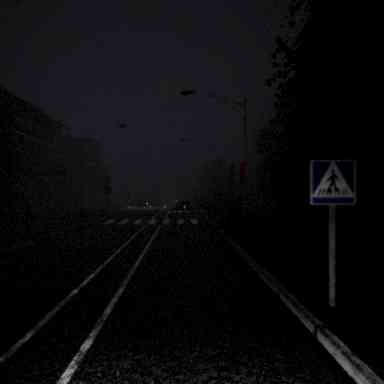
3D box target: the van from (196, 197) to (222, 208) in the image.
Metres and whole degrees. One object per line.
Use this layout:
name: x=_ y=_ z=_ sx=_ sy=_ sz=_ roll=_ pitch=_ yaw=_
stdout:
van: x=3.086 y=1.885 z=61.971 sx=4.442 sy=1.987 sz=1.878 roll=1 pitch=-2 yaw=-23

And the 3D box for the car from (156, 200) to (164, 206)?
car: x=-7.532 y=2.595 z=78.712 sx=1.895 sy=1.301 sz=4.718 roll=0 pitch=-1 yaw=-4

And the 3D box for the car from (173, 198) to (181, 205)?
car: x=-4.209 y=2.521 z=90.991 sx=2.097 sy=1.767 sz=4.553 roll=0 pitch=-1 yaw=-4

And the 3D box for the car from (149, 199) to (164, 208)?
car: x=-6.563 y=2.157 z=62.787 sx=1.837 sy=1.490 sz=4.892 roll=0 pitch=-1 yaw=-3

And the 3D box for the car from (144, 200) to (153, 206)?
car: x=-10.327 y=2.523 z=78.553 sx=1.812 sy=1.442 sz=4.674 roll=0 pitch=-1 yaw=-4

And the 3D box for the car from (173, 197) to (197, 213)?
car: x=-0.849 y=1.593 z=37.195 sx=1.994 sy=1.385 sz=4.181 roll=0 pitch=-1 yaw=-2

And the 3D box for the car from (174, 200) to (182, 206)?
car: x=-3.516 y=2.643 z=80.989 sx=1.895 sy=1.301 sz=4.718 roll=0 pitch=-1 yaw=-4

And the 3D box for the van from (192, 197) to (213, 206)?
van: x=2.351 y=2.157 z=73.788 sx=4.442 sy=1.987 sz=1.878 roll=1 pitch=-2 yaw=-24

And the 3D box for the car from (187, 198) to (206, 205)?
car: x=1.262 y=2.556 z=88.529 sx=4.553 sy=1.767 sz=2.185 roll=1 pitch=-2 yaw=-24

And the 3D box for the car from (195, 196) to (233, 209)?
car: x=3.510 y=1.639 z=53.042 sx=5.566 sy=2.045 sz=2.435 roll=1 pitch=-1 yaw=-23

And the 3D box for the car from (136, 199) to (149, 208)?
car: x=-9.356 y=2.155 z=62.596 sx=1.837 sy=1.490 sz=4.892 roll=0 pitch=-1 yaw=-3

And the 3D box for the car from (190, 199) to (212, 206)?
car: x=2.088 y=2.474 z=76.700 sx=4.792 sy=1.488 sz=2.163 roll=1 pitch=-2 yaw=-24

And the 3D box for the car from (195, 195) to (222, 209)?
car: x=3.738 y=1.567 z=50.124 sx=5.566 sy=2.045 sz=2.435 roll=1 pitch=-2 yaw=-23

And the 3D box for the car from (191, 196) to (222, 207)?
car: x=2.828 y=1.928 z=64.886 sx=5.566 sy=2.045 sz=2.435 roll=1 pitch=-2 yaw=-24

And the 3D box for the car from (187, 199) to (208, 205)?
car: x=1.504 y=2.627 z=85.574 sx=4.892 sy=1.521 sz=2.231 roll=1 pitch=-1 yaw=-24
